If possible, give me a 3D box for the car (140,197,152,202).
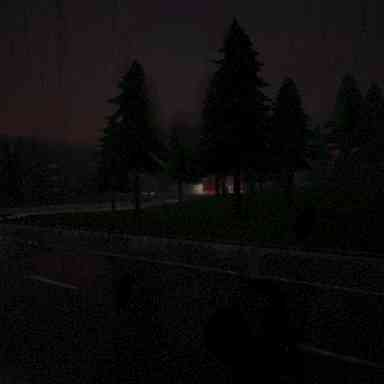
[{"bbox_3d":[-12.165,2.087,85.009,1.812,1.442,4.674,-1,0,35],"label":"car"}]
